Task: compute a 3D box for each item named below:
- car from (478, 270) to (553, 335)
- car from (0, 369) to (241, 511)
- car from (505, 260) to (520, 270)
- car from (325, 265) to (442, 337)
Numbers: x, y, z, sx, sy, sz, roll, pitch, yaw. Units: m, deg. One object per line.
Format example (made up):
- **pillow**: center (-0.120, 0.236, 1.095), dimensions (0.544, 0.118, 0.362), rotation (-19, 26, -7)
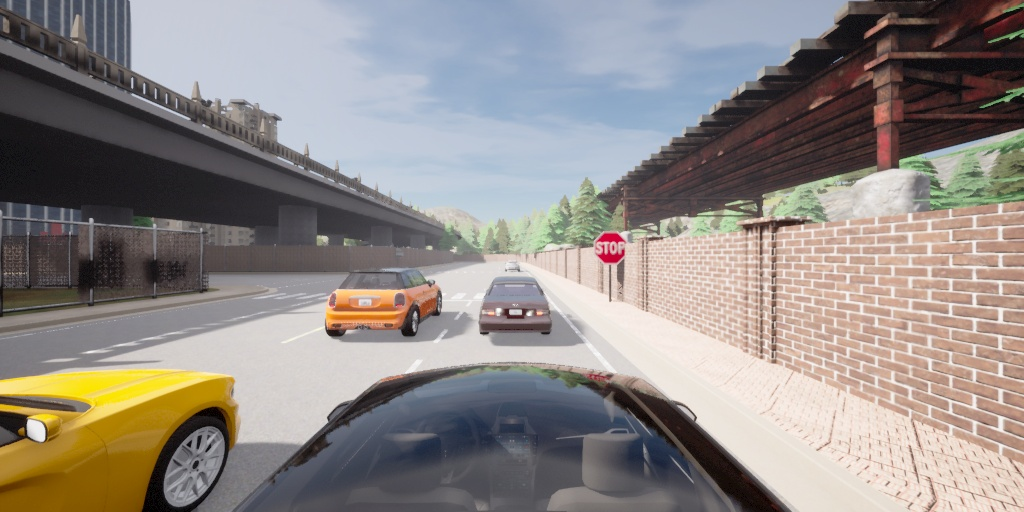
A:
- **car**: center (0.077, 1.297, 10.494), dimensions (2.033, 1.411, 5.357), rotation (0, 0, 0)
- **car**: center (-3.398, 1.228, 1.213), dimensions (1.882, 1.535, 5.008), rotation (0, 0, 0)
- **car**: center (0.059, 1.276, 46.357), dimensions (1.812, 1.442, 4.674), rotation (0, 0, -1)
- **car**: center (-3.425, 1.102, 10.471), dimensions (2.097, 1.767, 4.553), rotation (0, 0, 0)
